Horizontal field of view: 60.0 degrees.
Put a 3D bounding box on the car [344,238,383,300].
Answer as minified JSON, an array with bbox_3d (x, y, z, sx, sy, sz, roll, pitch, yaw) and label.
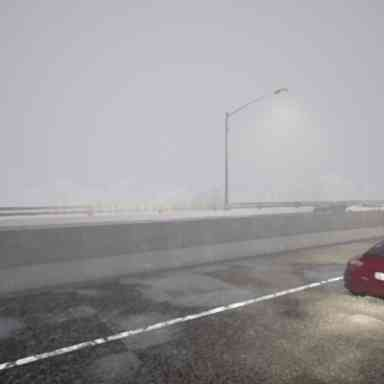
[{"bbox_3d":[5.301,1.592,7.483,4.181,1.385,1.994,0,0,-35],"label":"car"}]

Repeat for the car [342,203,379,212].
[{"bbox_3d":[17.463,1.734,33.205,4.718,1.301,1.895,0,0,-34],"label":"car"}]

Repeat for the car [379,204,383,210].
[{"bbox_3d":[19.512,1.612,30.362,5.008,1.535,1.882,0,0,-34],"label":"car"}]

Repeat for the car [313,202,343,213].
[{"bbox_3d":[15.171,1.731,35.878,4.718,1.301,1.895,0,0,-34],"label":"car"}]
